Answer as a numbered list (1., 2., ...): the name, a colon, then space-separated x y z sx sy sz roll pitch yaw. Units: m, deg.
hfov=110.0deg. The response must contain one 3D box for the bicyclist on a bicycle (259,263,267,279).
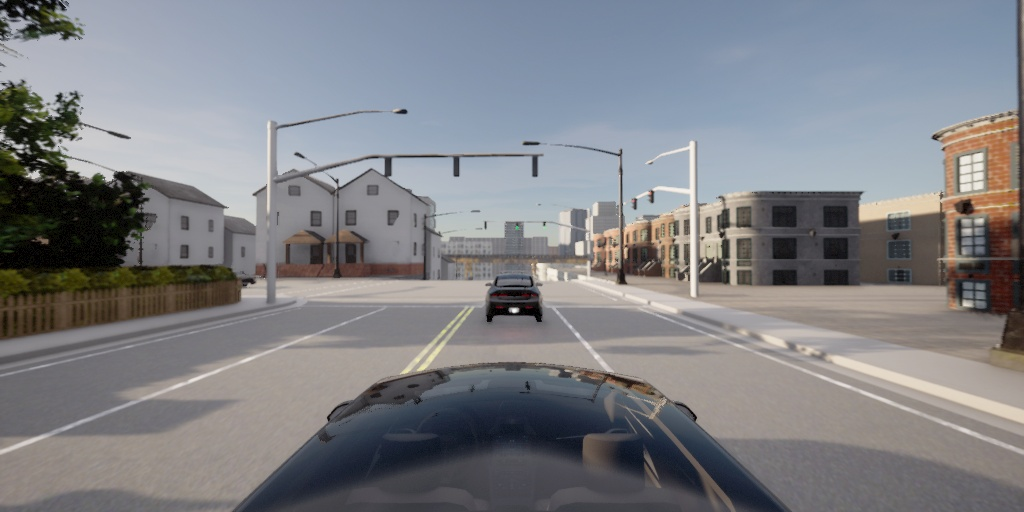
1. bicyclist on a bicycle: -25.314 1.511 36.703 0.582 1.620 1.656 0 -1 0

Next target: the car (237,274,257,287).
1. car: -21.477 1.612 25.706 5.357 1.411 2.033 0 -1 0

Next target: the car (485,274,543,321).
1. car: 0.072 1.404 13.171 1.837 1.490 4.892 0 -1 0
